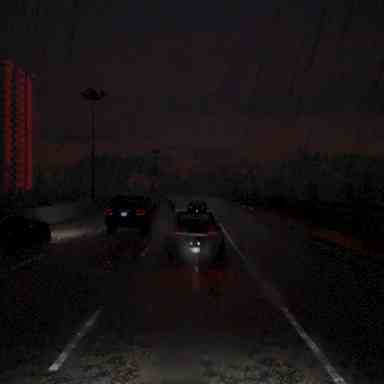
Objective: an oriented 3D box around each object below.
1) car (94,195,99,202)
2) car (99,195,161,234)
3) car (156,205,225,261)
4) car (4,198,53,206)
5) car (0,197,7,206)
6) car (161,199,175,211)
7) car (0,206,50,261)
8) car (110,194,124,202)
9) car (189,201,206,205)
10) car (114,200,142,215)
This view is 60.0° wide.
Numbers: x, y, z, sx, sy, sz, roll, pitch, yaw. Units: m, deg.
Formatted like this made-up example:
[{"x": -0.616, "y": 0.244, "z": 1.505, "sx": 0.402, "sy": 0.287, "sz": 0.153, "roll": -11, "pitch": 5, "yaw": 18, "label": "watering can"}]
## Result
[{"x": -19.468, "y": 1.333, "z": 71.170, "sx": 1.837, "sy": 1.490, "sz": 4.892, "roll": 0, "pitch": 0, "yaw": 2, "label": "car"}, {"x": -3.309, "y": 1.181, "z": 19.067, "sx": 2.150, "sy": 2.045, "sz": 5.566, "roll": 0, "pitch": 0, "yaw": 1, "label": "car"}, {"x": 0.112, "y": 1.467, "z": 12.148, "sx": 2.128, "sy": 1.511, "sz": 4.902, "roll": 0, "pitch": 0, "yaw": 0, "label": "car"}, {"x": -13.783, "y": 1.444, "z": 28.947, "sx": 1.837, "sy": 1.490, "sz": 4.892, "roll": 0, "pitch": 0, "yaw": 2, "label": "car"}, {"x": -17.284, "y": 1.291, "z": 28.929, "sx": 2.097, "sy": 1.767, "sz": 4.553, "roll": 0, "pitch": 0, "yaw": 2, "label": "car"}, {"x": -2.873, "y": 1.488, "z": 36.163, "sx": 1.994, "sy": 1.385, "sz": 4.181, "roll": 0, "pitch": 0, "yaw": 2, "label": "car"}, {"x": -6.888, "y": 1.467, "z": 12.109, "sx": 2.128, "sy": 1.511, "sz": 4.902, "roll": 0, "pitch": 0, "yaw": 0, "label": "car"}, {"x": -15.969, "y": 1.311, "z": 71.069, "sx": 1.882, "sy": 1.535, "sz": 5.008, "roll": 0, "pitch": 0, "yaw": 2, "label": "car"}, {"x": 0.565, "y": 1.529, "z": 33.985, "sx": 1.895, "sy": 1.301, "sz": 4.718, "roll": 0, "pitch": 0, "yaw": 2, "label": "car"}, {"x": -6.437, "y": 1.529, "z": 33.976, "sx": 1.895, "sy": 1.301, "sz": 4.718, "roll": 0, "pitch": 0, "yaw": 2, "label": "car"}]
